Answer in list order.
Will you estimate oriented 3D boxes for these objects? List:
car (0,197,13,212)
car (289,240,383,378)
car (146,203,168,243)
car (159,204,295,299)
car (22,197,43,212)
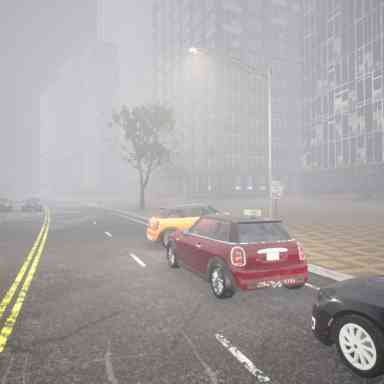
[{"bbox_3d":[-21.832,1.390,38.052,2.097,1.767,4.553,0,0,-24],"label":"car"},{"bbox_3d":[3.614,1.505,3.383,1.837,1.490,4.892,0,0,-36],"label":"car"},{"bbox_3d":[0.363,1.276,14.451,4.553,1.767,2.097,-3,1,-18],"label":"car"},{"bbox_3d":[0.874,1.355,8.851,2.097,1.767,4.553,0,0,-22],"label":"car"},{"bbox_3d":[-18.864,1.393,39.376,2.097,1.767,4.553,0,0,-24],"label":"car"}]
